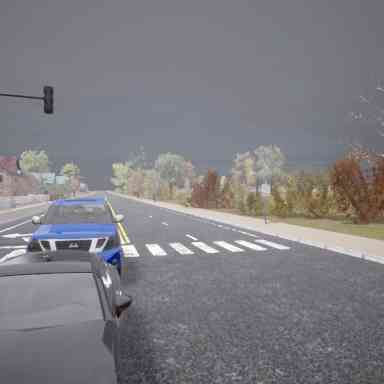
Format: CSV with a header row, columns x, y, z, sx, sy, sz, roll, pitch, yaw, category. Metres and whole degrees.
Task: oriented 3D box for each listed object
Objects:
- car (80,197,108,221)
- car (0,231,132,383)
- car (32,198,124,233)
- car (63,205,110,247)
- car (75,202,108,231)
x,y,z,sx,sy,sz,roll,pitch,yaw,category
-8.069,1.340,27.605,2.097,1.767,4.553,0,0,-15,car
-1.734,1.525,3.940,1.812,1.442,4.674,0,0,-13,car
-3.350,1.219,10.036,2.150,2.045,5.566,0,0,-15,car
-4.984,1.500,16.114,1.837,1.490,4.892,0,0,-15,car
-6.531,1.470,21.866,1.882,1.535,5.008,0,0,-15,car
